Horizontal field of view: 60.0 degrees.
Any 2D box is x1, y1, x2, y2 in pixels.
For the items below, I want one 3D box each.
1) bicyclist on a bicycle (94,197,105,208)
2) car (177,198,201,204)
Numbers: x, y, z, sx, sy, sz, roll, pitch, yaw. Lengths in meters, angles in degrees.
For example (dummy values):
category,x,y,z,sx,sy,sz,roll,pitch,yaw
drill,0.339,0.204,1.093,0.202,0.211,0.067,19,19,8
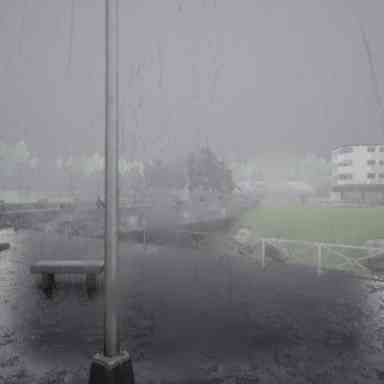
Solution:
category,x,y,z,sx,sy,sz,roll,pitch,yaw
bicyclist on a bicycle,-8.303,1.301,29.832,1.656,1.620,0.582,0,0,35
car,-0.361,1.508,48.366,1.994,1.385,4.181,0,0,36
